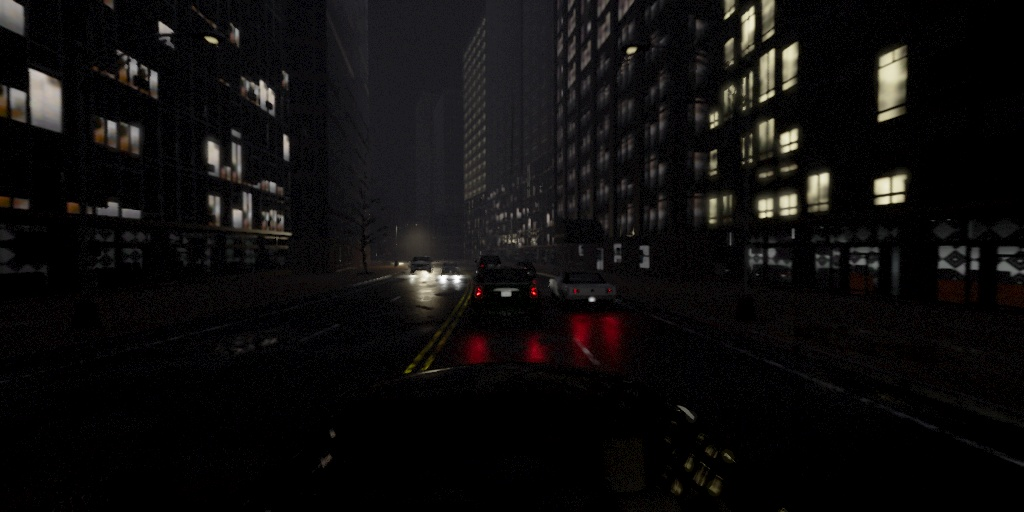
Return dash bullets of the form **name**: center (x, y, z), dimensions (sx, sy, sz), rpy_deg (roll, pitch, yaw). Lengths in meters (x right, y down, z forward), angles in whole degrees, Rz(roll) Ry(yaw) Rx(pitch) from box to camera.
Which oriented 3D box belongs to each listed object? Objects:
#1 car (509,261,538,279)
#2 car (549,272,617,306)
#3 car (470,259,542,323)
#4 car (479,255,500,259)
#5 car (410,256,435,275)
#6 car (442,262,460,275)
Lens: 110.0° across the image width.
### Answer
- **car**: center (0.997, 1.216, 33.238), dimensions (1.837, 1.490, 4.892), rpy_deg (0, 0, -8)
- **car**: center (2.836, 1.329, 15.525), dimensions (1.895, 1.301, 4.718), rpy_deg (0, 0, -3)
- **car**: center (-0.261, 1.094, 12.310), dimensions (2.097, 1.767, 4.553), rpy_deg (0, 0, -3)
- **car**: center (-2.119, 0.948, 32.220), dimensions (2.150, 2.045, 5.566), rpy_deg (0, 0, -8)
- **car**: center (-10.254, 0.979, 40.676), dimensions (2.150, 2.045, 5.566), rpy_deg (0, 0, -10)
- **car**: center (-6.717, 1.340, 39.333), dimensions (1.895, 1.301, 4.718), rpy_deg (0, 0, -10)
